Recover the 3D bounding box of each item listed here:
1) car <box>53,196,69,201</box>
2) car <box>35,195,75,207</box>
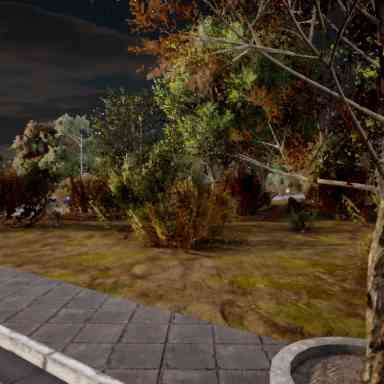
[{"bbox_3d":[-16.138,1.241,43.717,1.882,1.535,5.008,0,0,32],"label":"car"},{"bbox_3d":[-18.837,1.216,46.000,1.882,1.535,5.008,0,0,32],"label":"car"}]
